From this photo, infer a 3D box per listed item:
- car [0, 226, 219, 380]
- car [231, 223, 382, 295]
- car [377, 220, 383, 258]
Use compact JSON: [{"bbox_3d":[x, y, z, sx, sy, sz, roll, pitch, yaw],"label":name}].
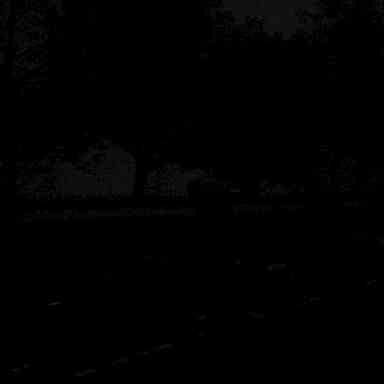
[{"bbox_3d":[-1.601,1.438,5.414,4.097,1.590,1.967,0,0,-36],"label":"car"},{"bbox_3d":[2.907,1.574,8.631,4.206,1.307,1.802,0,0,-36],"label":"car"},{"bbox_3d":[7.277,1.513,11.750,4.829,1.417,1.752,0,0,-36],"label":"car"}]
